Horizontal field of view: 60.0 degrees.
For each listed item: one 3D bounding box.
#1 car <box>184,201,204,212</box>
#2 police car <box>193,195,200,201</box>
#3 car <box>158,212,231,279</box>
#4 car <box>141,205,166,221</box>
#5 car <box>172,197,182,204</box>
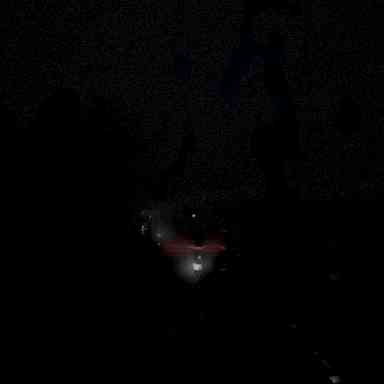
[{"bbox_3d":[0.170,1.901,32.999,1.895,1.301,4.718,0,0,0],"label":"car"},{"bbox_3d":[1.262,1.874,94.504,1.930,1.638,5.238,0,0,0],"label":"police car"},{"bbox_3d":[0.105,1.603,10.406,2.128,1.511,4.902,0,0,0],"label":"car"},{"bbox_3d":[-3.532,1.885,30.726,1.895,1.301,4.718,0,0,0],"label":"car"},{"bbox_3d":[-3.336,1.906,73.033,1.837,1.490,4.892,0,0,0],"label":"car"}]
